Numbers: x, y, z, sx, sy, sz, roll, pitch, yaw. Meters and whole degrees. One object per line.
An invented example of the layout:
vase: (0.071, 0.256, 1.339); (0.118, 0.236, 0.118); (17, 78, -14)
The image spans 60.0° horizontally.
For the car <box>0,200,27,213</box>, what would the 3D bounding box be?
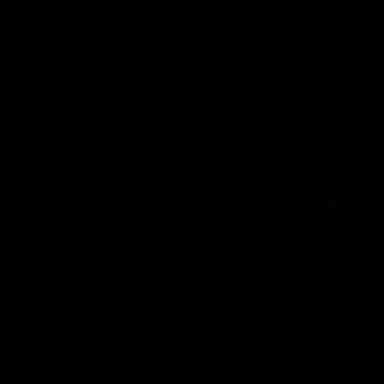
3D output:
car: (-21.116, 1.592, 37.177); (1.882, 1.535, 5.008); (-1, -1, 36)

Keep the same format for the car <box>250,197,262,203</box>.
car: (17.864, 2.095, 91.364); (2.097, 1.767, 4.553); (-1, -1, 36)

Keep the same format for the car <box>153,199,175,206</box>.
car: (-5.353, 2.050, 63.717); (1.895, 1.301, 4.718); (-1, -1, 36)
